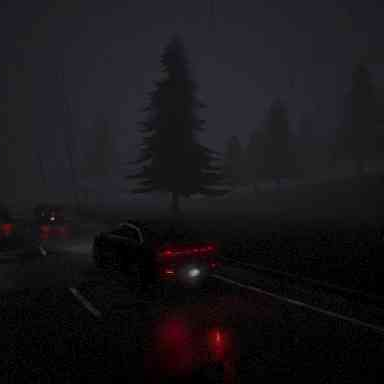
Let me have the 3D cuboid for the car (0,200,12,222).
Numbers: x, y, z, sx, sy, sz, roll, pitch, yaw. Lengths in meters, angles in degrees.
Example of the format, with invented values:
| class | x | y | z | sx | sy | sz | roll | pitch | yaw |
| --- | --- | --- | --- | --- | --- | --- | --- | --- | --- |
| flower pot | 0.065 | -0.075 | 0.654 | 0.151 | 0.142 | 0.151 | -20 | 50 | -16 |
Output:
| class | x | y | z | sx | sy | sz | roll | pitch | yaw |
| --- | --- | --- | --- | --- | --- | --- | --- | --- | --- |
| car | -15.582 | 1.585 | 26.608 | 1.812 | 1.442 | 4.674 | 0 | 0 | -30 |

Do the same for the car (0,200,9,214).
| class | x | y | z | sx | sy | sz | roll | pitch | yaw |
| --- | --- | --- | --- | --- | --- | --- | --- | --- | --- |
| car | -21.798 | 1.631 | 37.413 | 2.033 | 1.411 | 5.357 | 0 | 0 | -30 |

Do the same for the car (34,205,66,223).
| class | x | y | z | sx | sy | sz | roll | pitch | yaw |
| --- | --- | --- | --- | --- | --- | --- | --- | --- | --- |
| car | -11.273 | 1.649 | 26.130 | 1.895 | 1.301 | 4.718 | 0 | 0 | -30 |

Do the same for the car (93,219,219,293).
| class | x | y | z | sx | sy | sz | roll | pitch | yaw |
| --- | --- | --- | --- | --- | --- | --- | --- | --- | --- |
| car | -1.251 | 1.501 | 9.104 | 2.128 | 1.511 | 4.902 | 0 | 0 | -32 |
